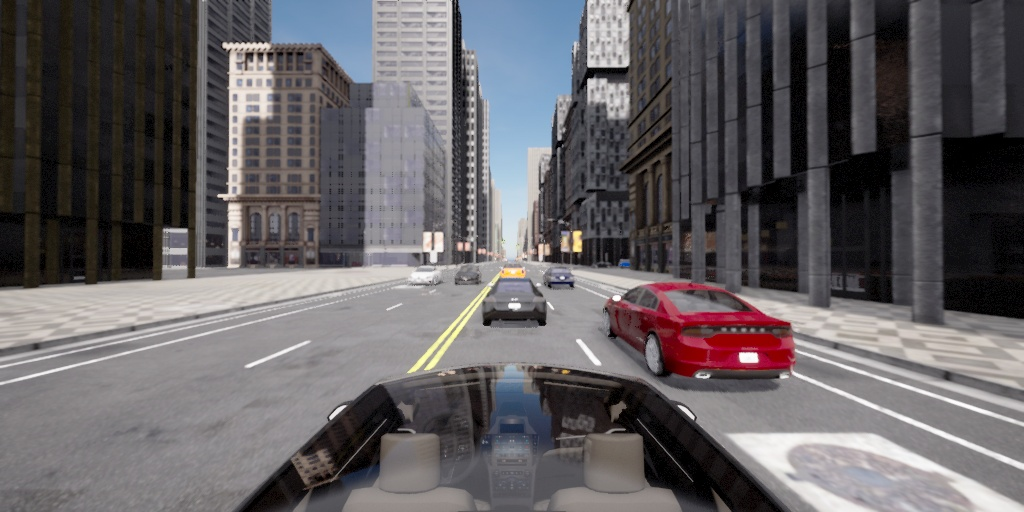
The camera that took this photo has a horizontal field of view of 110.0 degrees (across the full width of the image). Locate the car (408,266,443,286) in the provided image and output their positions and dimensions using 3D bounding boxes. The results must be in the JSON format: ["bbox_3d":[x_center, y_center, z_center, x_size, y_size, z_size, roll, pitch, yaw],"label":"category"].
[{"bbox_3d":[-6.613,1.498,27.756,1.812,1.442,4.674,0,-1,0],"label":"car"}]

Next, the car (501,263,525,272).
[{"bbox_3d":[0.080,1.353,31.024,2.097,1.767,4.553,0,0,0],"label":"car"}]

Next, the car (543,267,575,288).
[{"bbox_3d":[3.324,1.507,26.147,2.033,1.411,5.357,0,0,0],"label":"car"}]

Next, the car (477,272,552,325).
[{"bbox_3d":[0.080,1.405,12.278,1.994,1.385,4.181,0,0,0],"label":"car"}]

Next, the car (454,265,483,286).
[{"bbox_3d":[-3.362,1.482,28.255,1.837,1.490,4.892,0,-1,0],"label":"car"}]

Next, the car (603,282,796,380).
[{"bbox_3d":[3.313,1.277,7.474,1.882,1.535,5.008,0,0,0],"label":"car"}]
